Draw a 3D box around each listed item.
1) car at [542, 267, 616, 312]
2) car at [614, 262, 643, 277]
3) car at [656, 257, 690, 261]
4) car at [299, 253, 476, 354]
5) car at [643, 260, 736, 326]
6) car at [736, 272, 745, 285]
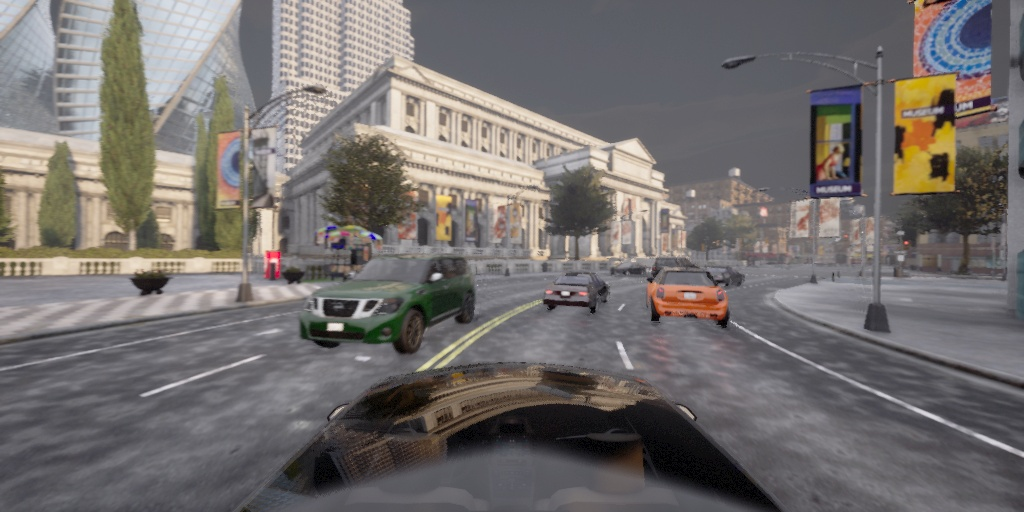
[{"bbox_3d":[2.761,1.336,14.539,2.033,1.411,5.357,1,0,22],"label":"car"},{"bbox_3d":[12.409,1.390,38.384,5.008,1.535,1.882,1,0,-43],"label":"car"},{"bbox_3d":[13.587,1.143,29.614,5.566,2.045,2.150,1,0,-44],"label":"car"},{"bbox_3d":[-2.614,0.945,9.206,2.150,2.045,5.566,0,0,13],"label":"car"},{"bbox_3d":[5.817,1.176,12.355,2.097,1.767,4.553,1,0,19],"label":"car"},{"bbox_3d":[15.754,1.493,26.901,5.357,1.411,2.033,1,0,-43],"label":"car"}]
